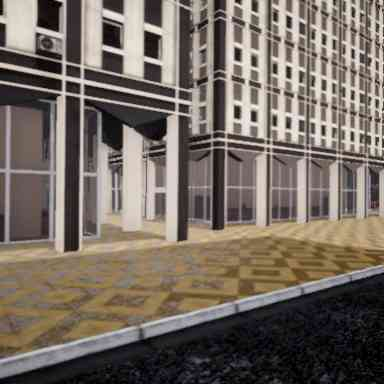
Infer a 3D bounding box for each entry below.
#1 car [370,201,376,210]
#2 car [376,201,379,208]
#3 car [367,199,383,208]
[{"bbox_3d":[22.813,1.495,46.223,2.192,1.841,5.009,1,0,-36],"label":"car"},{"bbox_3d":[26.258,1.740,41.498,1.752,1.417,4.829,1,0,-36],"label":"car"},{"bbox_3d":[29.713,1.824,51.314,2.008,1.369,4.403,1,0,-36],"label":"car"}]
